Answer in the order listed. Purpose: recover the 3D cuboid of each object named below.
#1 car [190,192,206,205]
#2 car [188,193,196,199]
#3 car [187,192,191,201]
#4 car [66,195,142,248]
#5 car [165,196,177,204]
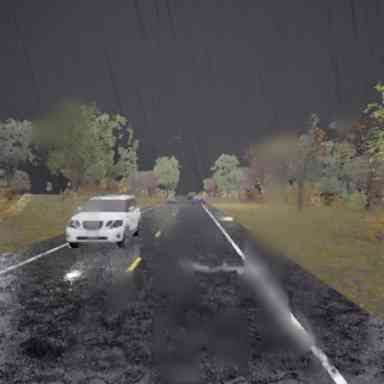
[{"bbox_3d":[1.224,1.207,56.700,2.097,1.767,4.553,0,0,0],"label":"car"},{"bbox_3d":[-0.001,1.068,90.584,2.097,1.767,4.553,0,0,0],"label":"car"},{"bbox_3d":[0.000,0.940,74.532,2.150,2.045,5.566,0,0,0],"label":"car"},{"bbox_3d":[-3.601,1.164,14.709,2.150,2.045,5.566,0,0,0],"label":"car"},{"bbox_3d":[-3.547,1.418,57.172,1.994,1.385,4.181,0,0,1],"label":"car"}]
